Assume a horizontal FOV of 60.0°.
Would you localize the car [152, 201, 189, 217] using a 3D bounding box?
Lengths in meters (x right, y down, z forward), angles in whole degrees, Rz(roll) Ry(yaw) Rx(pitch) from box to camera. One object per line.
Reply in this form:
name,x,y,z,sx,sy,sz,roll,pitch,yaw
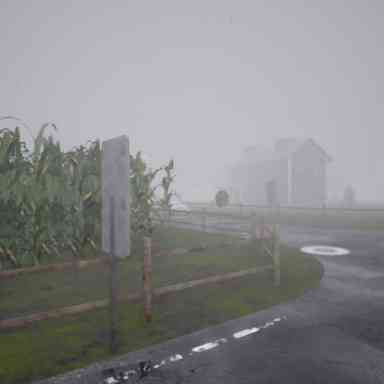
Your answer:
car,-2.011,1.537,31.005,1.812,1.442,4.674,0,0,-35
